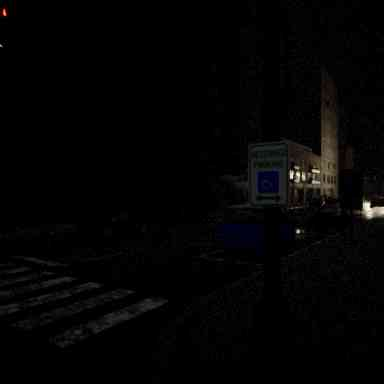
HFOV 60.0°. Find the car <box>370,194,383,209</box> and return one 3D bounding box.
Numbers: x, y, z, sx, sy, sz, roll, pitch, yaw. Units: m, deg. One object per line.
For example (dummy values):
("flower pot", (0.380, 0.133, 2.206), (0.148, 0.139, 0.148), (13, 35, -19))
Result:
("car", (25.489, 1.415, 45.260), (1.967, 1.590, 4.097), (0, 0, 35))

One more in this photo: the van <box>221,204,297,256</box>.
("van", (2.664, 1.323, 12.693), (1.690, 1.788, 3.998), (0, 0, 35))

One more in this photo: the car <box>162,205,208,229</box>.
("car", (-0.651, 1.582, 21.943), (1.887, 1.381, 4.507), (0, 0, 35))

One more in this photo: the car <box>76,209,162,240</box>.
("car", (-3.911, 1.586, 17.291), (2.008, 1.369, 4.403), (0, 0, 35))

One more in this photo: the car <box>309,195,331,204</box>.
("car", (18.915, 1.595, 49.861), (1.947, 1.339, 4.313), (0, 0, 35))

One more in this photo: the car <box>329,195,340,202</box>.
("car", (22.175, 1.342, 54.515), (2.192, 1.841, 5.009), (0, 0, 35))

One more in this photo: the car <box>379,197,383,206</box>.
("car", (32.011, 1.521, 54.564), (2.008, 1.369, 4.403), (0, 0, 35))

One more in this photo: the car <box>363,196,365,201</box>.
("car", (41.741, 1.559, 82.431), (2.008, 1.369, 4.403), (0, 0, 35))

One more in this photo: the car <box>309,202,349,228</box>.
("car", (9.187, 1.566, 21.996), (1.802, 1.307, 4.206), (0, 0, 35))

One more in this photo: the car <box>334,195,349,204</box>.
("car", (28.697, 1.461, 63.820), (1.967, 1.590, 4.097), (0, 0, 35))
